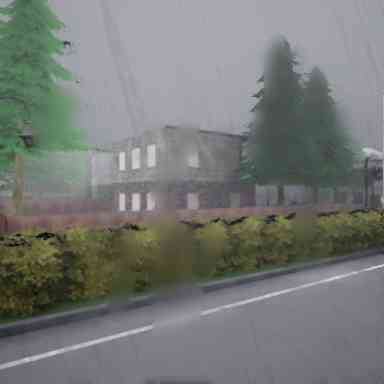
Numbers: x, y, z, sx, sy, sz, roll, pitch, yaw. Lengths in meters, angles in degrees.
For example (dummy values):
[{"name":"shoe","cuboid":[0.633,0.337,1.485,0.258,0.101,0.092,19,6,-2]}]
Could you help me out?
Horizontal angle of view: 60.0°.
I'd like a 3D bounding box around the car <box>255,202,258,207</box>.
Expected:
[{"name":"car","cuboid":[5.587,1.378,39.537,2.150,2.045,5.566,0,0,-23]}]
